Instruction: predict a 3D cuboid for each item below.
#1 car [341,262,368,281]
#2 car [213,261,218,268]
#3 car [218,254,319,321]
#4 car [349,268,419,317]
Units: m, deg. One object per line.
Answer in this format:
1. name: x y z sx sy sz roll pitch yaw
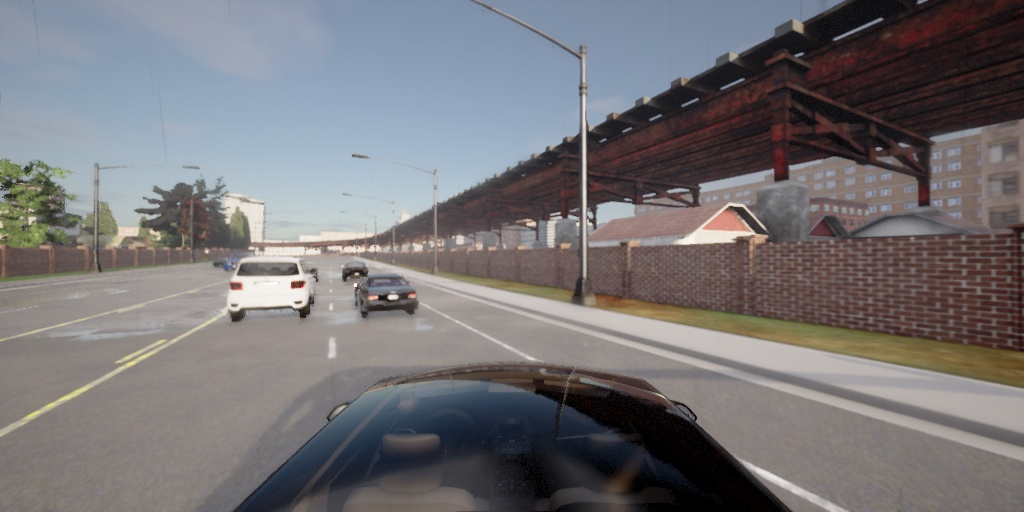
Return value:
1. car: -13.149 1.204 30.069 1.882 1.535 5.008 0 1 -26
2. car: -37.603 0.907 47.125 1.895 1.301 4.718 0 1 -26
3. car: -8.525 1.039 13.138 2.150 2.045 5.566 0 0 -26
4. car: -4.927 1.372 13.757 2.033 1.411 5.357 0 0 -26
